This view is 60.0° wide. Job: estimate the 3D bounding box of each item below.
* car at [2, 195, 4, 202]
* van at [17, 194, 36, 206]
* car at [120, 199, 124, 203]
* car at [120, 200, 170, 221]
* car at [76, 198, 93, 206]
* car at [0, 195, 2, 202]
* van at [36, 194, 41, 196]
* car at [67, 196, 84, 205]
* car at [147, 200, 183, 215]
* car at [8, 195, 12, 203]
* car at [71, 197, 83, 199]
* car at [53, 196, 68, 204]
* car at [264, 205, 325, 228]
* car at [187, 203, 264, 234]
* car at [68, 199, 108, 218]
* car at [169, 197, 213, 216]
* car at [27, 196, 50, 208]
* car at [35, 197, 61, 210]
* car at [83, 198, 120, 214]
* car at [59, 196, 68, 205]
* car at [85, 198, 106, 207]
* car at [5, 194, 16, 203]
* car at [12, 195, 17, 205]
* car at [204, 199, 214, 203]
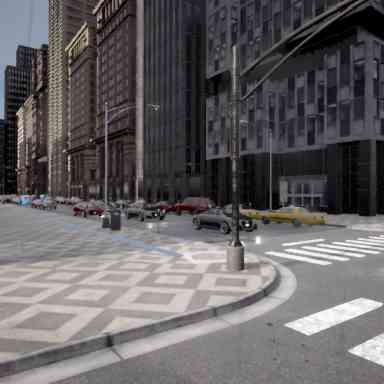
[{"bbox_3d":[-42.281,1.815,77.169,1.802,1.307,4.206,0,0,-35],"label":"car"},{"bbox_3d":[-29.341,1.506,58.876,1.690,1.788,3.998,0,0,-35],"label":"van"},{"bbox_3d":[-9.451,1.681,45.518,2.008,1.369,4.403,0,0,-35],"label":"car"},{"bbox_3d":[-3.960,1.624,27.616,1.994,1.385,4.181,0,0,-35],"label":"car"},{"bbox_3d":[-19.155,1.761,59.237,1.802,1.307,4.206,0,0,-35],"label":"car"},{"bbox_3d":[-45.516,1.691,81.743,1.967,1.590,4.097,0,0,-35],"label":"car"},{"bbox_3d":[-38.565,1.623,86.678,1.690,1.788,3.998,0,0,-35],"label":"van"},{"bbox_3d":[-22.390,1.636,63.811,1.967,1.590,4.097,0,0,-35],"label":"car"},{"bbox_3d":[-2.981,1.644,36.371,1.887,1.381,4.507,0,0,-35],"label":"car"},{"bbox_3d":[-35.811,1.781,68.022,1.802,1.307,4.206,0,0,-35],"label":"car"},{"bbox_3d":[-17.526,1.655,52.328,1.837,1.490,4.892,0,0,-35],"label":"car"},{"bbox_3d":[-28.860,1.670,72.957,1.967,1.590,4.097,0,0,-35],"label":"car"},{"bbox_3d":[6.625,1.579,22.790,1.752,1.417,4.829,0,0,-35],"label":"car"},{"bbox_3d":[1.826,1.596,19.433,1.994,1.385,4.181,0,0,-35],"label":"car"},{"bbox_3d":[-9.931,1.613,31.433,1.887,1.381,4.507,0,0,-35],"label":"car"},{"bbox_3d":[0.254,1.399,31.798,2.192,1.841,5.009,0,0,-35],"label":"car"},{"bbox_3d":[-22.871,1.713,49.727,1.802,1.307,4.206,0,0,-35],"label":"car"},{"bbox_3d":[-19.636,1.697,45.154,1.802,1.307,4.206,0,0,-35],"label":"car"},{"bbox_3d":[-9.956,1.593,36.103,1.837,1.490,4.892,0,0,-35],"label":"car"},{"bbox_3d":[-23.542,1.781,60.830,1.895,1.301,4.718,0,0,-36],"label":"car"},{"bbox_3d":[-15.920,1.728,54.664,1.947,1.339,4.313,0,0,-35],"label":"car"},{"bbox_3d":[-39.047,1.531,72.597,2.192,1.841,5.009,0,0,-35],"label":"car"},{"bbox_3d":[-32.478,1.706,63.310,1.752,1.417,4.829,0,0,-35],"label":"car"},{"bbox_3d":[3.390,1.594,27.363,1.752,1.417,4.829,0,0,-35],"label":"car"}]
